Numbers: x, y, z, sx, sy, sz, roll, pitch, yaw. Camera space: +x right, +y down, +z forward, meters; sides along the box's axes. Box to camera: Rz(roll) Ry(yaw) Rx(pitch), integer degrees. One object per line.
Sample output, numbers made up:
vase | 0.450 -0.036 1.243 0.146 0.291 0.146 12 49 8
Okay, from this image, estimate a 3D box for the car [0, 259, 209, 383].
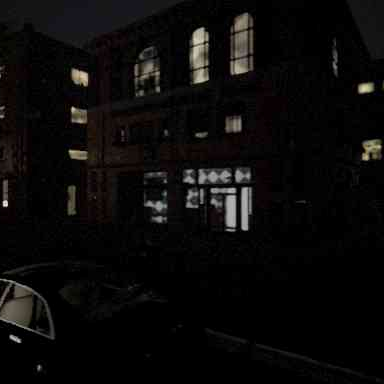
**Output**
car | -1.875 1.554 4.210 4.403 1.369 2.008 0 0 35
